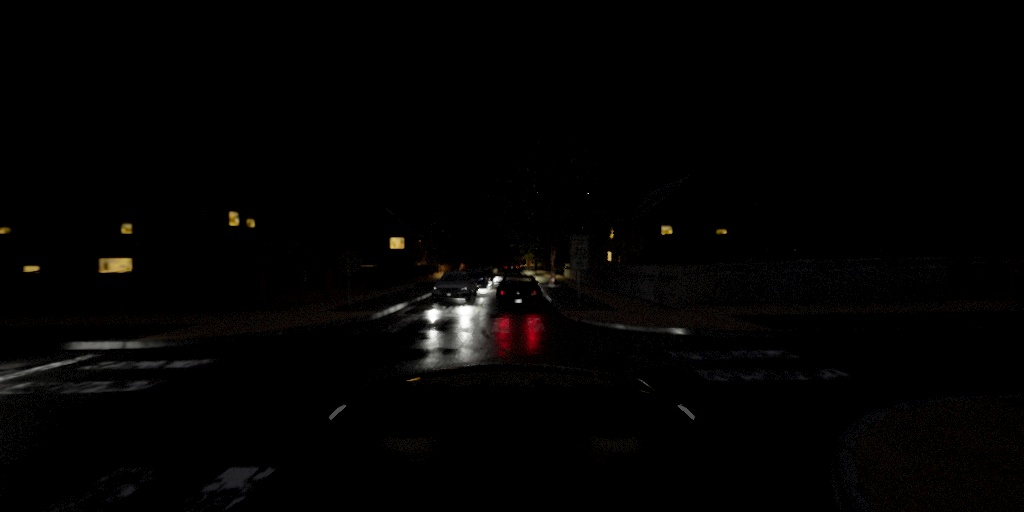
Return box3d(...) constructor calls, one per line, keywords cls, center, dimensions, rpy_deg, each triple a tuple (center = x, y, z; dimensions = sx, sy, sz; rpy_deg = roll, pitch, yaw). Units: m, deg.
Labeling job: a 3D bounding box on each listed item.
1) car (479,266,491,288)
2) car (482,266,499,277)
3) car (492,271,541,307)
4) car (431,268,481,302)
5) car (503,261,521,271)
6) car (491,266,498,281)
box3d(cls="car", center=(-2.849, 1.633, 27.747), dimensions=(1.812, 1.442, 4.674), rpy_deg=(0, -1, 0))
box3d(cls="car", center=(-2.821, 2.000, 47.258), dimensions=(1.895, 1.301, 4.718), rpy_deg=(0, -1, 0))
box3d(cls="car", center=(0.289, 1.550, 16.623), dimensions=(1.895, 1.301, 4.718), rpy_deg=(0, -1, 1))
box3d(cls="car", center=(-2.855, 1.503, 18.569), dimensions=(1.812, 1.442, 4.674), rpy_deg=(0, -1, 0))
box3d(cls="car", center=(-0.013, 1.624, 47.533), dimensions=(2.150, 2.045, 5.566), rpy_deg=(0, -1, 0))
box3d(cls="car", center=(-2.851, 1.804, 36.935), dimensions=(1.994, 1.385, 4.181), rpy_deg=(0, -1, 0))
